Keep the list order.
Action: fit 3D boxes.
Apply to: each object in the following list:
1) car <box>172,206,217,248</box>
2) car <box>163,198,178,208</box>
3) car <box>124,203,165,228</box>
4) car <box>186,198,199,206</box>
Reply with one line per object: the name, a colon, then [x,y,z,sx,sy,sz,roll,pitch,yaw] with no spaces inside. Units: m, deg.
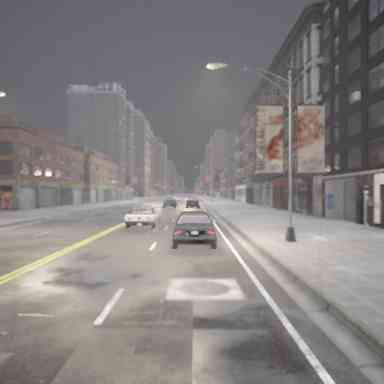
car: [0.095,1.574,14.868,2.033,1.411,5.357,0,0,0]
car: [-3.159,1.588,48.443,1.837,1.490,4.892,0,0,0]
car: [-3.156,1.640,22.174,1.895,1.301,4.718,0,0,0]
car: [0.091,1.563,49.760,1.882,1.535,5.008,0,0,0]
